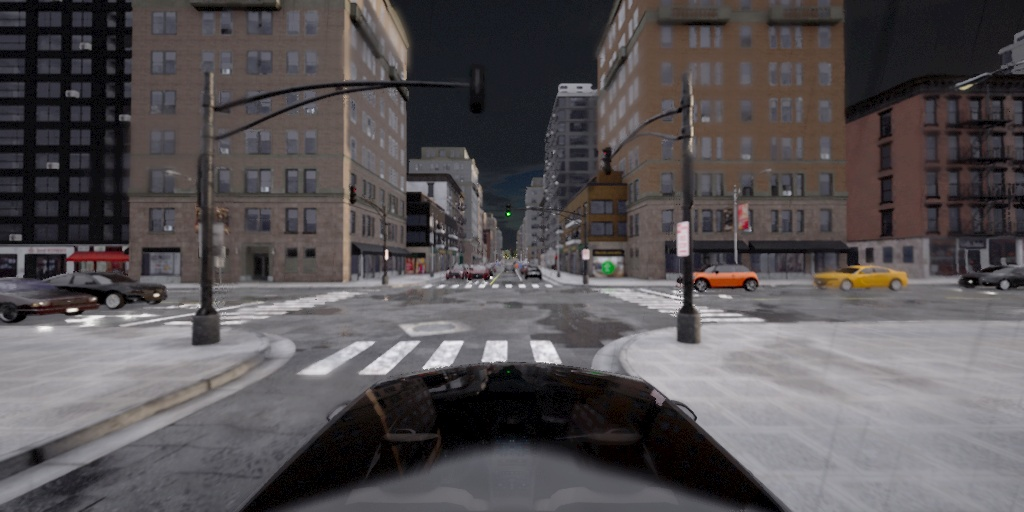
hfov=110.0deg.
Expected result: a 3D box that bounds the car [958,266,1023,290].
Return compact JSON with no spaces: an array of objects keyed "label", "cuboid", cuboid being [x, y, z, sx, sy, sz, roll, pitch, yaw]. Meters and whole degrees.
[{"label":"car","cuboid":[31.483,1.368,22.759,4.892,1.490,1.837,0,-1,0]}]

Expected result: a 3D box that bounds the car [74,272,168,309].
[{"label":"car","cuboid":[-18.065,1.457,15.691,5.008,1.535,1.882,0,-1,0]}]

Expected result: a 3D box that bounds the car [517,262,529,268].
[{"label":"car","cuboid":[2.171,2.003,54.588,1.948,1.339,4.313,0,0,0]}]

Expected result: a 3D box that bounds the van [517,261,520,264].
[{"label":"van","cuboid":[2.158,1.854,60.098,1.690,1.789,3.998,0,0,0]}]

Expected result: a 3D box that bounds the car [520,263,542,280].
[{"label":"car","cuboid":[2.210,1.779,38.057,1.948,1.339,4.313,0,0,0]}]

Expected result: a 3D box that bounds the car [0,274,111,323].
[{"label":"car","cuboid":[-17.731,1.481,12.470,5.357,1.411,2.033,0,-1,3]}]

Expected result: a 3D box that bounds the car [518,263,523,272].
[{"label":"car","cuboid":[2.184,1.943,49.078,1.802,1.307,4.207,0,0,0]}]

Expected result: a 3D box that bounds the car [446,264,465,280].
[{"label":"car","cuboid":[-5.815,1.655,38.039,1.967,1.591,4.097,0,0,0]}]

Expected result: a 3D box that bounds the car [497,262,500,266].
[{"label":"car","cuboid":[-3.307,2.058,55.960,1.895,1.301,4.718,0,-1,0]}]

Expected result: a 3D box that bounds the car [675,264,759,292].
[{"label":"car","cuboid":[12.814,1.296,22.622,4.553,1.767,2.097,0,-1,0]}]

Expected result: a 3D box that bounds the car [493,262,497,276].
[{"label":"car","cuboid":[-3.293,1.823,45.822,1.837,1.490,4.892,0,-1,0]}]

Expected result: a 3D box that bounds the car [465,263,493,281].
[{"label":"car","cuboid":[-3.273,1.668,36.229,1.882,1.535,5.008,0,-1,0]}]

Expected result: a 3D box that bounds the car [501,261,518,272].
[{"label":"car","cuboid":[-0.384,2.037,62.267,2.128,1.511,4.902,0,-1,0]}]

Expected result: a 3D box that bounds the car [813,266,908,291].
[{"label":"car","cuboid":[21.918,1.383,22.692,5.008,1.535,1.882,0,-1,-1]}]
